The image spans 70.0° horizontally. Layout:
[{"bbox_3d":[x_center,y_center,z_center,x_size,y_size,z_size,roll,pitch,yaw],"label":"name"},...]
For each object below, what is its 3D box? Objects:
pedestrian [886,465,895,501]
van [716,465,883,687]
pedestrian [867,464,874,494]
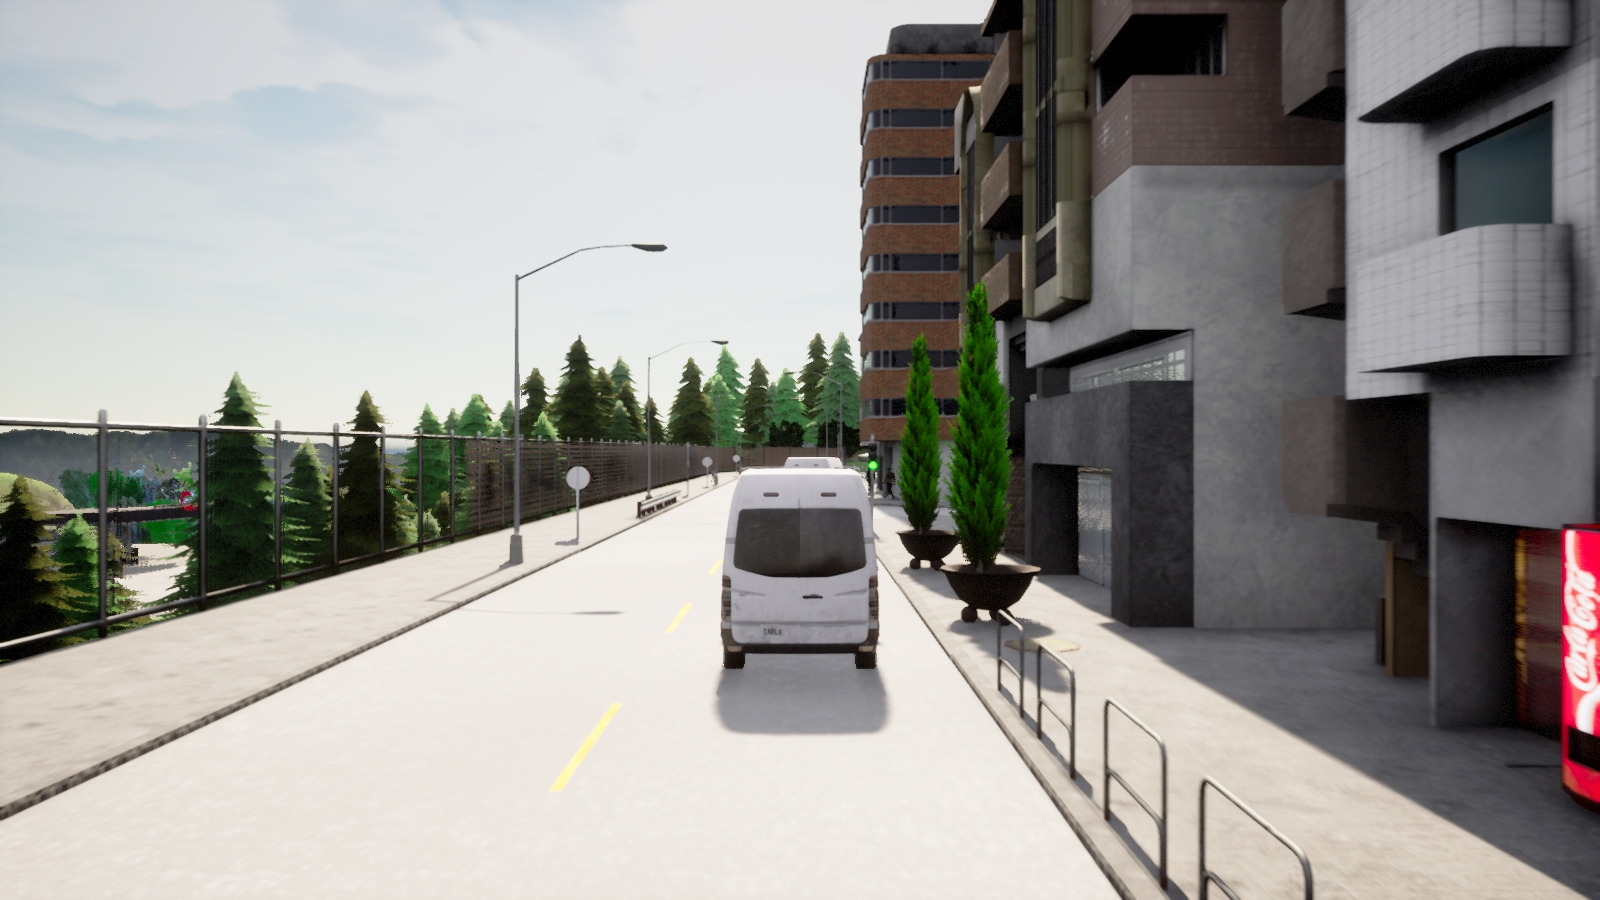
[{"bbox_3d":[4.831,1.754,60.974,0.375,1.860,0.375,0,0,-31],"label":"pedestrian"},{"bbox_3d":[-0.007,1.539,16.557,1.988,2.561,5.915,0,0,0],"label":"van"},{"bbox_3d":[4.305,1.758,69.686,0.375,1.860,0.375,0,0,2],"label":"pedestrian"}]
